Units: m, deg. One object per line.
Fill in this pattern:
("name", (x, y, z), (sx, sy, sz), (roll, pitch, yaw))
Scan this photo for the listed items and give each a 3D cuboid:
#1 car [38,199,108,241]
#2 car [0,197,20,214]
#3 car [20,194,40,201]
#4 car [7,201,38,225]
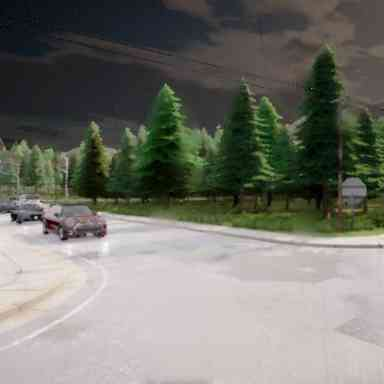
("car", (-6.101, 1.400, 17.147), (2.097, 1.767, 4.553), (0, 0, -38))
("car", (-19.883, 1.421, 34.823), (2.097, 1.767, 4.553), (0, 0, -38))
("car", (-20.245, 1.292, 41.174), (2.150, 2.045, 5.566), (0, 0, -38))
("car", (-12.214, 1.620, 24.974), (1.994, 1.385, 4.181), (0, 0, -38))
